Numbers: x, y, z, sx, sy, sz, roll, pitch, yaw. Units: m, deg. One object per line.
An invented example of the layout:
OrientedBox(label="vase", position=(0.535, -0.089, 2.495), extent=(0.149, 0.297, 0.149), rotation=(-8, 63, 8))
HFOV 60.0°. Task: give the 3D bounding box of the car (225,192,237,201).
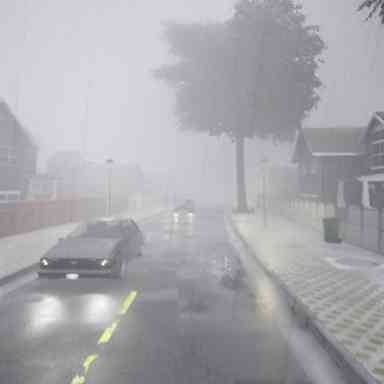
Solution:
OrientedBox(label="car", position=(9.313, 1.125, 80.361), extent=(2.150, 2.045, 5.566), rotation=(0, 0, 10))

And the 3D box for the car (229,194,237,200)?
OrientedBox(label="car", position=(11.150, 1.358, 90.589), extent=(1.837, 1.490, 4.892), rotation=(0, 0, 10))

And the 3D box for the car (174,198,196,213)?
OrientedBox(label="car", position=(-0.653, 1.447, 36.336), extent=(1.812, 1.442, 4.674), rotation=(0, 0, 6))

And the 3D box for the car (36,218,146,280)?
OrientedBox(label="car", position=(-2.627, 1.511, 10.146), extent=(2.033, 1.411, 5.357), rotation=(0, 0, 1))
